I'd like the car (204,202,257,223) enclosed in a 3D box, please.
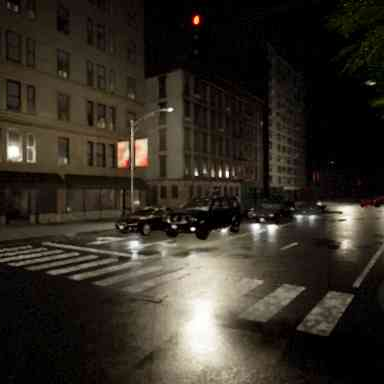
[{"bbox_3d":[3.273,1.602,27.199,2.033,1.411,5.357,-1,0,35],"label":"car"}]

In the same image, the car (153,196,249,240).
[{"bbox_3d":[0.725,1.266,17.822,2.150,2.045,5.566,-1,0,35],"label":"car"}]

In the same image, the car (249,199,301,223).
[{"bbox_3d":[6.565,1.573,26.246,2.033,1.411,5.357,-1,0,35],"label":"car"}]

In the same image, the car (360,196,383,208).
[{"bbox_3d":[25.455,1.296,47.441,2.097,1.767,4.553,-1,0,35],"label":"car"}]

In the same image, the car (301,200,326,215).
[{"bbox_3d":[12.513,1.554,34.803,2.033,1.411,5.357,-1,0,35],"label":"car"}]

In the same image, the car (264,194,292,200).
[{"bbox_3d":[9.200,1.258,35.729,2.150,2.045,5.566,-1,0,35],"label":"car"}]

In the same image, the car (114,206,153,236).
[{"bbox_3d":[-2.277,1.577,19.192,1.837,1.490,4.892,-1,0,35],"label":"car"}]
